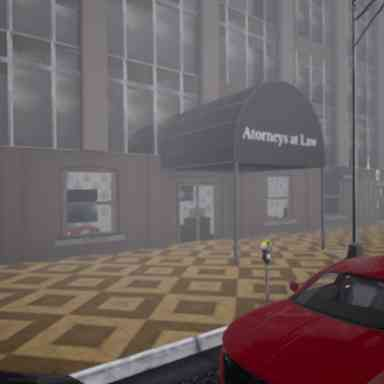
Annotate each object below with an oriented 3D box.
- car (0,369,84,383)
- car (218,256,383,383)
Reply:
[{"bbox_3d":[-2.297,1.565,0.818,4.313,1.339,1.947,0,-1,-35],"label":"car"},{"bbox_3d":[2.345,1.546,4.098,4.507,1.381,1.887,0,-1,-35],"label":"car"}]
